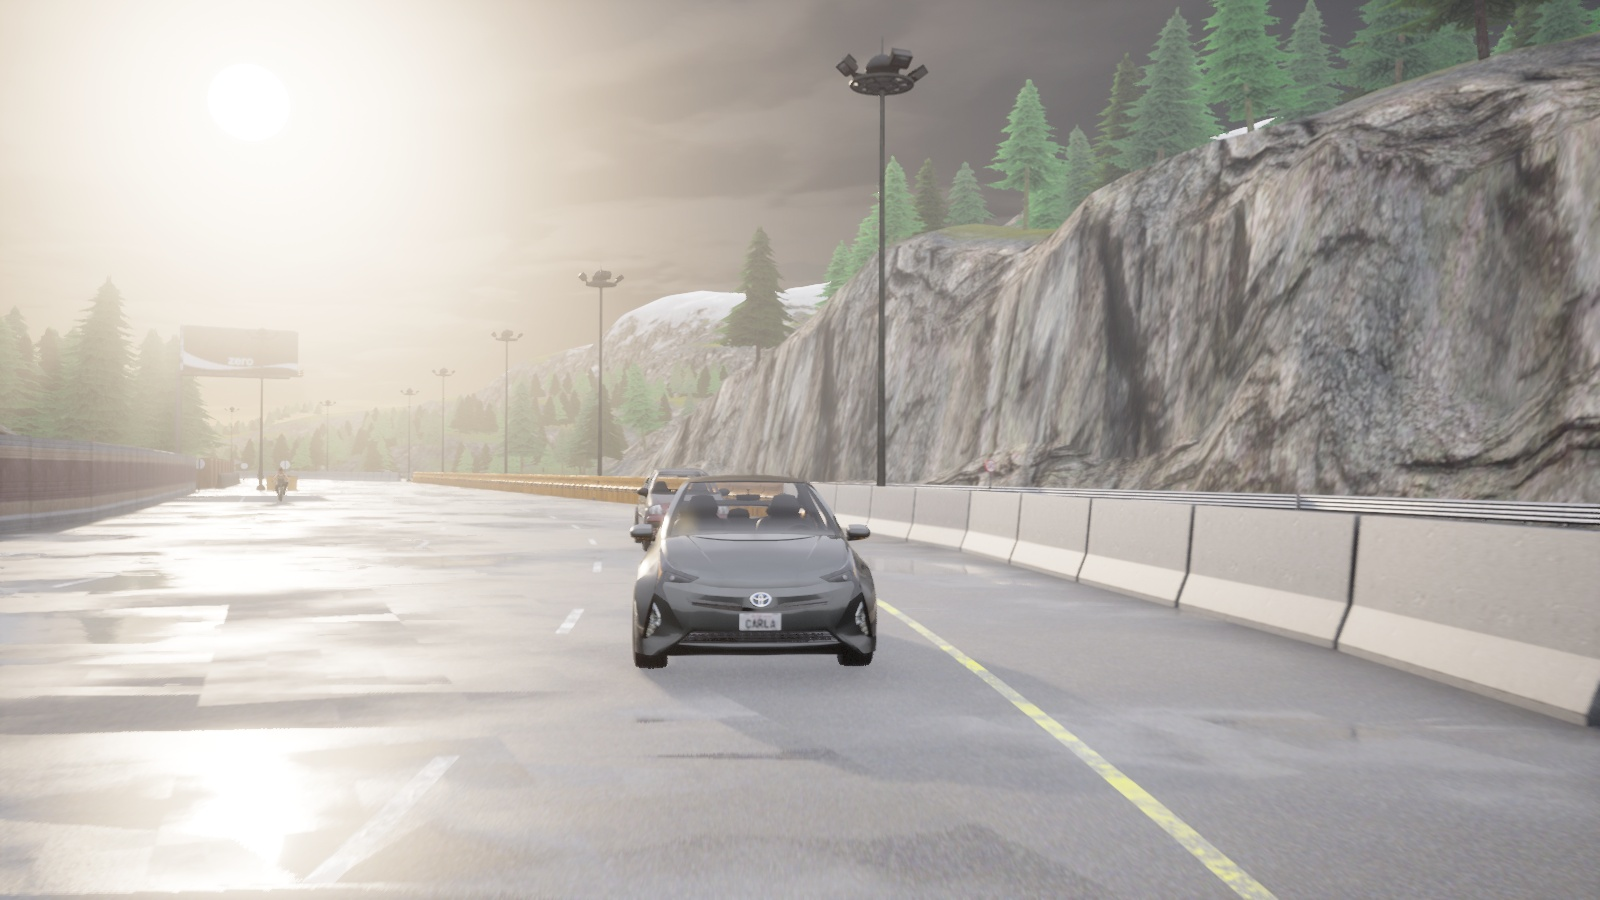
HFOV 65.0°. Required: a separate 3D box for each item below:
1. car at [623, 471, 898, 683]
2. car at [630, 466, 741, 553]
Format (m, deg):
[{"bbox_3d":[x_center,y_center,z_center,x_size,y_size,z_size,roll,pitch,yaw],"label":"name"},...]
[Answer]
[{"bbox_3d":[-0.489,0.955,11.425,2.007,1.525,4.514,0,-1,-5],"label":"car"},{"bbox_3d":[-2.423,1.153,25.703,1.851,1.617,3.988,0,-1,-11],"label":"car"}]
